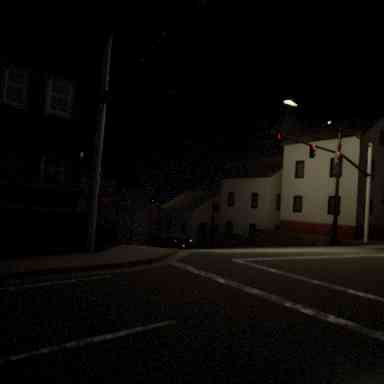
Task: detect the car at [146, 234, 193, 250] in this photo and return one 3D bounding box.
[{"bbox_3d":[-1.917,4.136,27.358,1.895,1.301,4.718,6,-11,-35],"label":"car"}]
